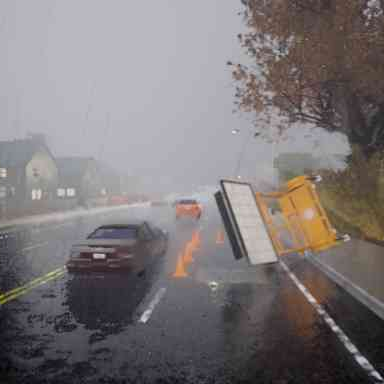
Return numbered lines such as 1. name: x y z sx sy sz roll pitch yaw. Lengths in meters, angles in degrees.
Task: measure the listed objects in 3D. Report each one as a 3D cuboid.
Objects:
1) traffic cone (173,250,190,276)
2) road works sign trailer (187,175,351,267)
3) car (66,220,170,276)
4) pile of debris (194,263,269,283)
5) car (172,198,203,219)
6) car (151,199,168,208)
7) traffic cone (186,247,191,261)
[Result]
1. traffic cone: -0.316 1.974 9.117 0.340 0.580 0.340 0 0 5
2. road works sign trailer: 2.149 0.960 9.780 3.560 2.380 2.880 5 -30 -44
3. car: -1.972 1.575 10.433 2.033 1.411 5.357 0 0 5
4. pile of debris: 1.045 2.178 9.002 1.860 0.140 1.500 0 0 5
5. car: -0.160 1.402 29.781 2.097 1.767 4.553 0 0 5
6. car: -4.927 1.686 50.664 1.895 1.301 4.718 0 0 5
7. traffic cone: -0.129 1.977 11.109 0.340 0.580 0.340 0 0 5
